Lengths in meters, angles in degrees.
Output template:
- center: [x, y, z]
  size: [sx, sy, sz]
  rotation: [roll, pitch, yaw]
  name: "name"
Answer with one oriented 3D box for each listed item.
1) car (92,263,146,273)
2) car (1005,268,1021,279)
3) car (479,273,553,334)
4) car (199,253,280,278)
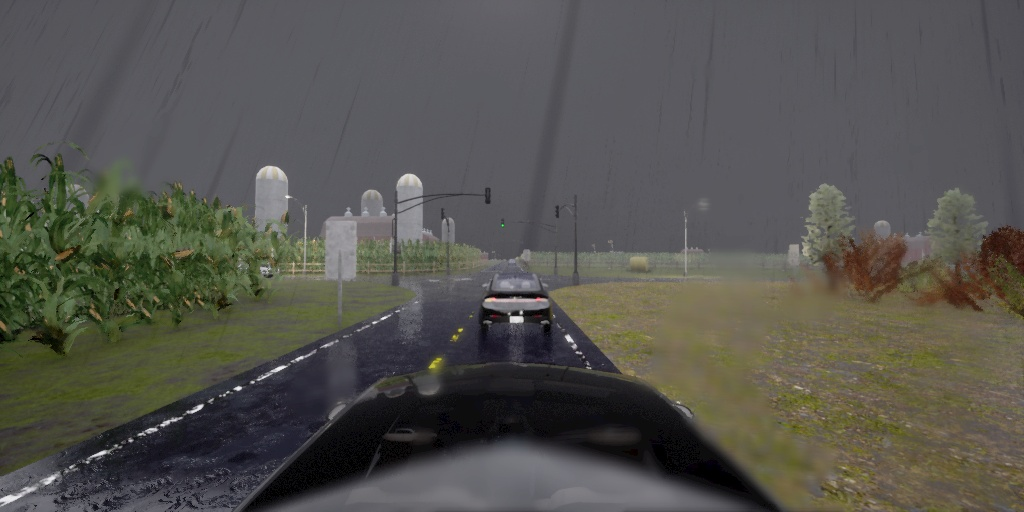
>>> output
- center: [-31.939, 0.693, 28.116]
  size: [5.566, 2.045, 2.150]
  rotation: [0, -1, -3]
  name: "car"
- center: [48.658, 1.719, 33.486]
  size: [4.674, 1.442, 1.812]
  rotation: [1, -1, -5]
  name: "car"
- center: [0.099, 1.246, 10.677]
  size: [2.128, 1.511, 4.902]
  rotation: [0, 0, 0]
  name: "car"
- center: [-21.829, 0.773, 28.657]
  size: [5.566, 2.045, 2.150]
  rotation: [0, -1, -3]
  name: "car"
